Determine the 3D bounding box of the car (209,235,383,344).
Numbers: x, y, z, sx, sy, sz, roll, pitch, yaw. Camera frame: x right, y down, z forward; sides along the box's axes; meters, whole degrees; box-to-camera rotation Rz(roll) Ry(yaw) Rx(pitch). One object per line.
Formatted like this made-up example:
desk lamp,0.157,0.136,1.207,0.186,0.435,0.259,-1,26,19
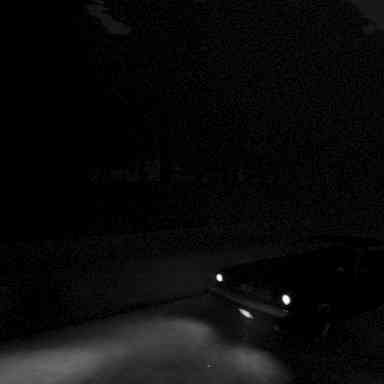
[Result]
car,2.646,1.577,6.476,4.718,1.301,1.895,0,0,-35
